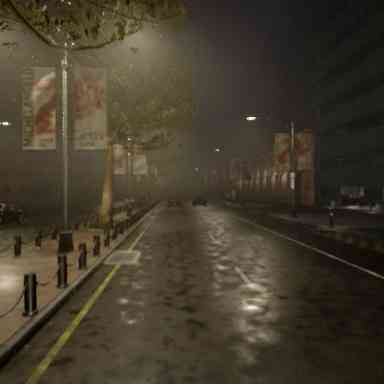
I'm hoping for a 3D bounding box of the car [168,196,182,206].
[{"bbox_3d":[-2.551,1.347,50.043,1.837,1.490,4.892,0,0,-3],"label":"car"}]

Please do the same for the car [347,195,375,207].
[{"bbox_3d":[20.680,1.106,41.300,2.161,1.482,4.786,0,0,-3],"label":"car"}]

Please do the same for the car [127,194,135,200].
[{"bbox_3d":[-16.225,1.313,88.380,1.837,1.490,4.892,0,0,-3],"label":"car"}]

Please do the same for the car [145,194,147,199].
[{"bbox_3d":[-12.731,1.285,88.568,1.837,1.490,4.892,0,0,-3],"label":"car"}]

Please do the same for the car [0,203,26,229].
[{"bbox_3d":[-12.706,1.513,21.835,2.128,1.511,4.902,0,0,-3],"label":"car"}]

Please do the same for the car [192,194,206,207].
[{"bbox_3d":[1.019,1.296,48.994,1.882,1.535,5.008,0,0,-3],"label":"car"}]
